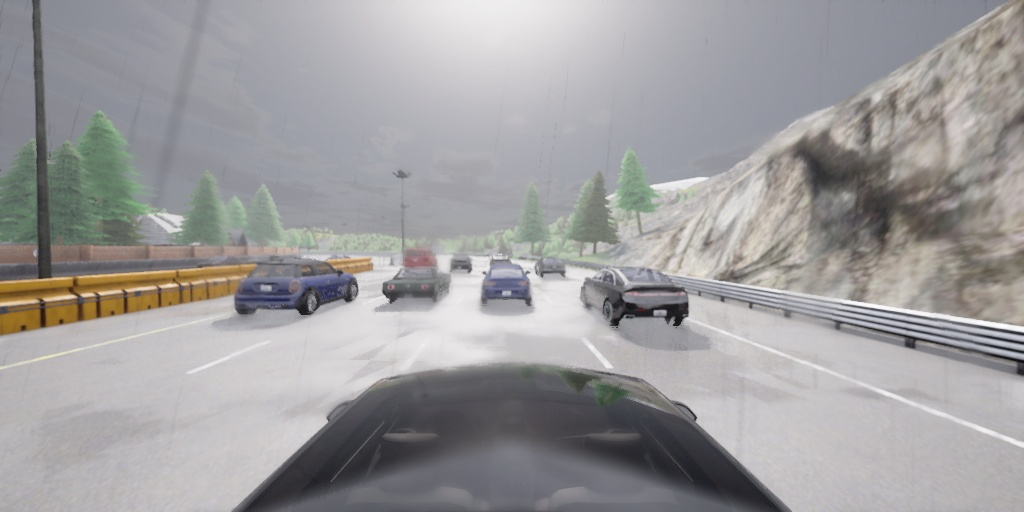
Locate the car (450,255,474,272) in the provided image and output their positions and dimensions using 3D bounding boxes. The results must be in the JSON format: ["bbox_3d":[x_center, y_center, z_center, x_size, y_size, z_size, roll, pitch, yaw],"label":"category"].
[{"bbox_3d":[-4.605,0.650,32.730,1.837,1.490,4.892,0,2,-5],"label":"car"}]

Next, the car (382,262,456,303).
[{"bbox_3d":[-3.737,1.098,14.993,1.895,1.301,4.718,0,1,-1],"label":"car"}]

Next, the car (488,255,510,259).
[{"bbox_3d":[-1.124,0.617,32.990,2.128,1.511,4.902,0,1,-5],"label":"car"}]

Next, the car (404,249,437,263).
[{"bbox_3d":[-7.998,0.402,31.583,2.150,2.045,5.566,0,1,-4],"label":"car"}]

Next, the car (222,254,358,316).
[{"bbox_3d":[-7.186,0.911,12.547,2.097,1.767,4.553,0,1,-1],"label":"car"}]

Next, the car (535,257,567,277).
[{"bbox_3d":[2.803,0.780,26.909,2.033,1.411,5.357,0,1,-2],"label":"car"}]

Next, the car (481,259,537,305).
[{"bbox_3d":[-0.224,1.023,14.254,1.812,1.442,4.674,0,1,-1],"label":"car"}]

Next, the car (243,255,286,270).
[{"bbox_3d":[-26.587,0.613,38.703,1.837,1.490,4.892,0,1,-8],"label":"car"}]

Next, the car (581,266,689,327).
[{"bbox_3d":[3.355,1.049,10.646,2.128,1.511,4.902,0,1,-1],"label":"car"}]

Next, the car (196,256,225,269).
[{"bbox_3d":[-29.854,0.699,37.090,2.033,1.411,5.357,0,1,-8],"label":"car"}]
